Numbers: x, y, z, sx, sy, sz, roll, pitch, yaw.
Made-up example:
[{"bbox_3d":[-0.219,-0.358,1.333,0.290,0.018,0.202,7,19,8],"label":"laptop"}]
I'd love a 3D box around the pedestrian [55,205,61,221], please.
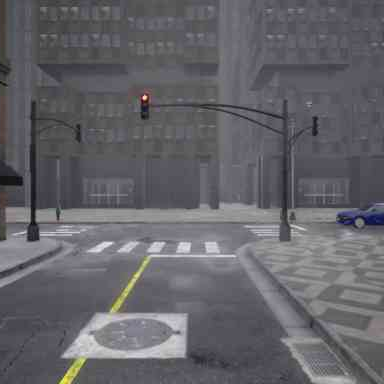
[{"bbox_3d":[-9.817,1.532,24.418,0.500,1.100,0.500,0,0,1],"label":"pedestrian"}]

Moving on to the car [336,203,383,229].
[{"bbox_3d":[11.811,1.458,21.124,5.008,1.535,1.882,0,0,1],"label":"car"}]
